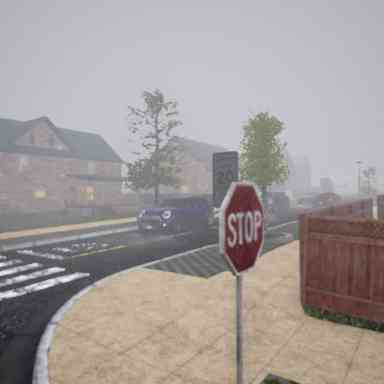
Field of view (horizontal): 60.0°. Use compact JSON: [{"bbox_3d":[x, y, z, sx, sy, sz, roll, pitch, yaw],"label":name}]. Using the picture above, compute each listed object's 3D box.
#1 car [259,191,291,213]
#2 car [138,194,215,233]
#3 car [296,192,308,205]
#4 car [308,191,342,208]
[{"bbox_3d":[6.466,0.725,27.540,2.097,1.767,4.553,-1,1,36],"label":"car"},{"bbox_3d":[-0.730,1.022,17.485,2.097,1.767,4.553,-1,1,36],"label":"car"},{"bbox_3d":[13.337,0.640,37.098,2.033,1.411,5.357,-1,1,36],"label":"car"},{"bbox_3d":[12.681,0.708,31.165,1.812,1.442,4.674,-1,1,36],"label":"car"}]
